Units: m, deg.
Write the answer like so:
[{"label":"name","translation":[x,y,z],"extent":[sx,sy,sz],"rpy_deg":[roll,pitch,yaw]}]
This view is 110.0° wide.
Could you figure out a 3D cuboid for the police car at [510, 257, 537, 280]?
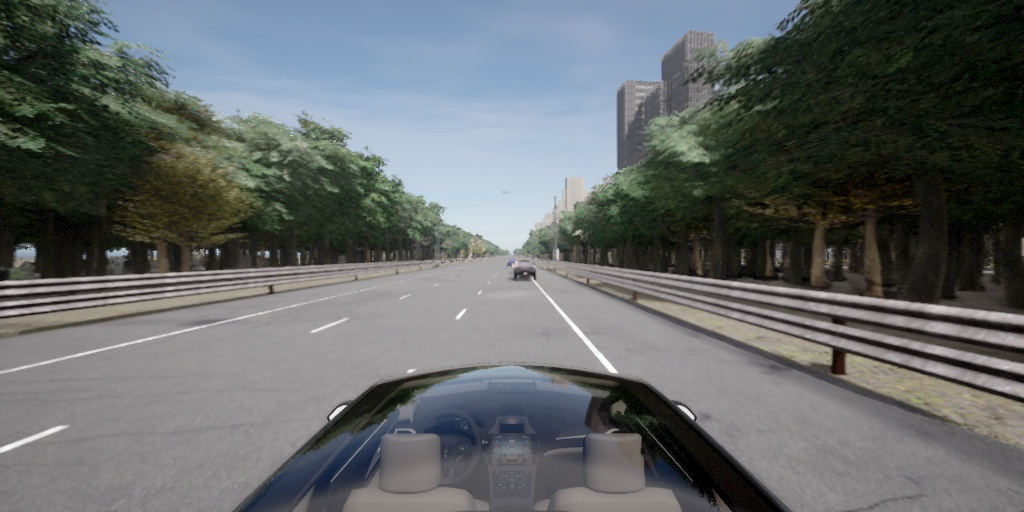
[{"label":"police car","translation":[1.055,1.176,30.939],"extent":[1.930,1.638,5.238],"rpy_deg":[0,0,0]}]
